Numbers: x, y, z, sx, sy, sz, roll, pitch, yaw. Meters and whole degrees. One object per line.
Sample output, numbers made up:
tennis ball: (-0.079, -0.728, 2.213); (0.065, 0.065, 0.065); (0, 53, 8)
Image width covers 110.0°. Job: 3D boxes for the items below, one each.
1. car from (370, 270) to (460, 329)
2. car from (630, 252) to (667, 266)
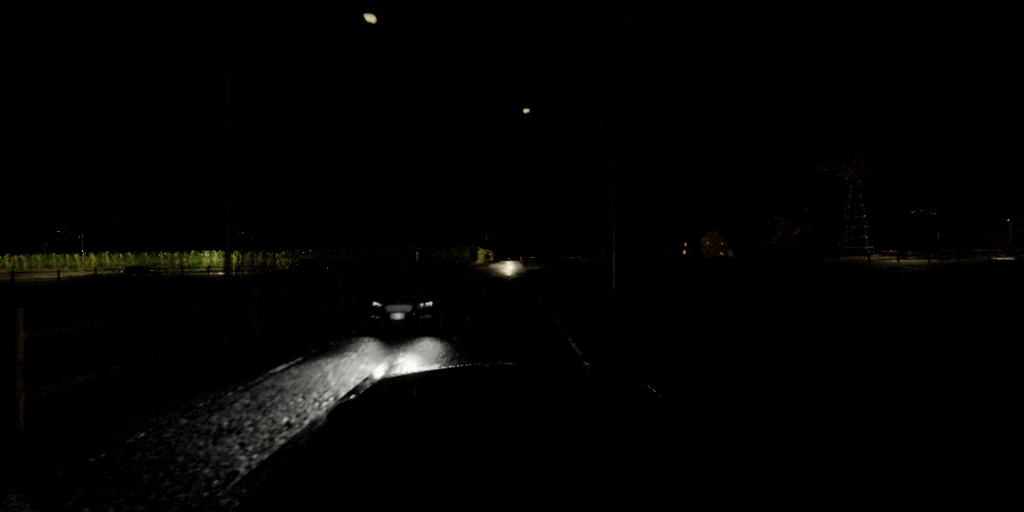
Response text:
car: (-2.843, 1.231, 11.376); (2.128, 1.511, 4.902); (0, 0, 0)
car: (21.574, 0.405, 56.864); (5.566, 2.045, 2.150); (-1, -1, 1)
